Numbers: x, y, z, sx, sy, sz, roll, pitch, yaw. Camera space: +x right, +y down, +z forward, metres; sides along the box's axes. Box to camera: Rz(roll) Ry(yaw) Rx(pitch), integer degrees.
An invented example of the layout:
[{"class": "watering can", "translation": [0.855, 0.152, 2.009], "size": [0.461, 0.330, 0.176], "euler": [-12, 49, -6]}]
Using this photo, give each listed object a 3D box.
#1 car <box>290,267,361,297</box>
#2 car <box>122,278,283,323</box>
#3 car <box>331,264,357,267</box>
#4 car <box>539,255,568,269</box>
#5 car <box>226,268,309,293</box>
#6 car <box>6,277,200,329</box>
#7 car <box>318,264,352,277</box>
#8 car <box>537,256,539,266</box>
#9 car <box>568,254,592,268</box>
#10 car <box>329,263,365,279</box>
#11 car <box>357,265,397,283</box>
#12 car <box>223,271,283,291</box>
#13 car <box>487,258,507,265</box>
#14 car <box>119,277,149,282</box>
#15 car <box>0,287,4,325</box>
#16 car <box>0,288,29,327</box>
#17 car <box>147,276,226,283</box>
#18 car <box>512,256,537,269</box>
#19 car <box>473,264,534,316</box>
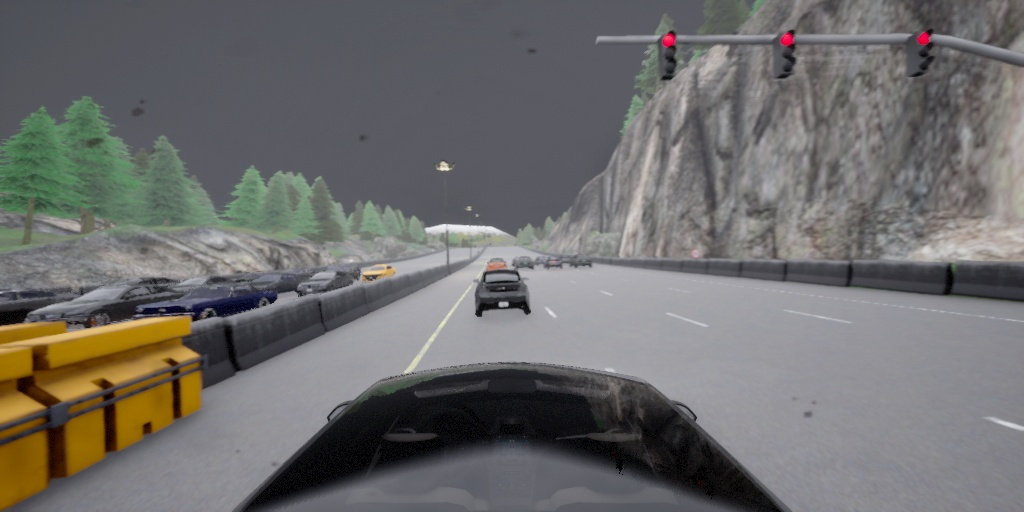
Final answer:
[{"class": "car", "translation": [-11.562, 1.667, 22.606], "size": [1.812, 1.442, 4.674], "euler": [-2, 0, -2]}, {"class": "car", "translation": [-11.102, 1.752, 13.469], "size": [1.895, 1.301, 4.718], "euler": [-2, 0, -3]}, {"class": "car", "translation": [-15.558, 1.703, 33.160], "size": [2.128, 1.511, 4.902], "euler": [-2, 1, -3]}, {"class": "car", "translation": [5.008, 0.804, 44.282], "size": [2.128, 1.511, 4.902], "euler": [-2, 1, -3]}, {"class": "car", "translation": [-15.076, 1.820, 22.933], "size": [2.033, 1.411, 5.357], "euler": [-2, 0, -3]}, {"class": "car", "translation": [-14.599, 1.809, 13.360], "size": [1.812, 1.442, 4.674], "euler": [-2, 0, -3]}, {"class": "car", "translation": [-23.139, 1.876, 47.124], "size": [2.033, 1.411, 5.357], "euler": [-2, 1, -3]}, {"class": "car", "translation": [4.509, 0.719, 54.704], "size": [2.033, 1.411, 5.357], "euler": [-2, 1, -3]}, {"class": "car", "translation": [8.478, 0.528, 44.827], "size": [2.097, 1.767, 4.553], "euler": [-2, 1, -3]}, {"class": "car", "translation": [-19.469, 1.740, 42.606], "size": [2.128, 1.511, 4.902], "euler": [-2, 1, -2]}, {"class": "car", "translation": [-12.029, 1.561, 32.744], "size": [1.882, 1.535, 5.008], "euler": [-2, 1, -3]}, {"class": "car", "translation": [-22.474, 2.089, 31.369], "size": [1.895, 1.301, 4.718], "euler": [-2, 0, -3]}, {"class": "car", "translation": [-1.623, 0.985, 38.488], "size": [2.097, 1.767, 4.553], "euler": [-2, 1, -3]}, {"class": "car", "translation": [-21.994, 2.044, 21.134], "size": [1.837, 1.490, 4.892], "euler": [-2, 0, -3]}, {"class": "car", "translation": [-21.533, 2.041, 11.999], "size": [2.128, 1.511, 4.902], "euler": [-2, 0, -3]}, {"class": "car", "translation": [-18.047, 1.909, 12.320], "size": [2.128, 1.511, 4.902], "euler": [-2, 0, -3]}, {"class": "car", "translation": [-18.498, 1.932, 21.434], "size": [1.812, 1.442, 4.674], "euler": [-2, 0, -3]}, {"class": "car", "translation": [1.491, 0.793, 44.495], "size": [2.097, 1.767, 4.553], "euler": [-2, 1, -3]}, {"class": "car", "translation": [-0.399, 1.252, 13.616], "size": [1.837, 1.490, 4.892], "euler": [-2, 0, -3]}]
